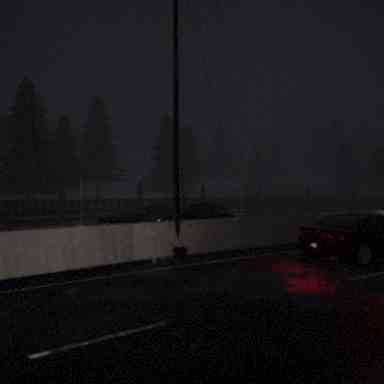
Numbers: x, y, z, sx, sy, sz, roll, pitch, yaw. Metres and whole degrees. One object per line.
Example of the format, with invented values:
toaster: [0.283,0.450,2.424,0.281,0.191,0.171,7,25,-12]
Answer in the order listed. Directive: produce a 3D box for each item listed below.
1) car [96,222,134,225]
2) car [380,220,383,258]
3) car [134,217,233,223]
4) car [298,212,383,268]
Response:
car: [-2.933,1.520,18.479,4.718,1.301,1.895,0,0,-30]
car: [6.943,1.443,7.723,4.902,1.511,2.128,0,0,-29]
car: [-0.154,1.277,15.979,4.553,1.767,2.097,0,0,-29]
car: [5.786,1.415,11.076,5.008,1.535,1.882,0,0,-29]
